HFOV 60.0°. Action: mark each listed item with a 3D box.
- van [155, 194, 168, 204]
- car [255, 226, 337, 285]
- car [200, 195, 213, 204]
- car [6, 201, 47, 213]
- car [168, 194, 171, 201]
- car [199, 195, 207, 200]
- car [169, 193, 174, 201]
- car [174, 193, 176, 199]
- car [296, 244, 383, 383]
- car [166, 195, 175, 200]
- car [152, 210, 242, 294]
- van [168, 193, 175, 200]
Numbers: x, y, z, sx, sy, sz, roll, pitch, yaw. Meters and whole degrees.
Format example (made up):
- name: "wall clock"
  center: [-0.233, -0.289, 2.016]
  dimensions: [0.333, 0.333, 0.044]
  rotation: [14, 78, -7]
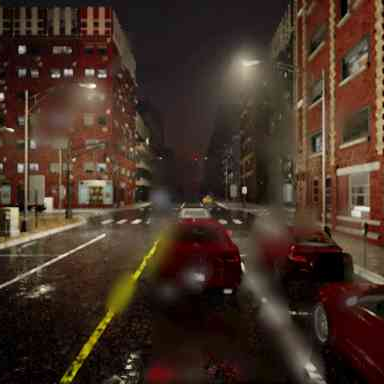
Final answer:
- name: "van"
  center: [-5.607, 1.234, 58.375]
  dimensions: [1.690, 1.788, 3.998]
  rotation: [1, 0, 0]
- name: "car"
  center: [2.848, 1.565, 9.073]
  dimensions: [1.802, 1.307, 4.206]
  rotation: [1, 0, 0]
- name: "car"
  center: [2.771, 1.418, 58.496]
  dimensions: [1.752, 1.417, 4.829]
  rotation: [1, 0, 0]
- name: "car"
  center: [-18.666, 1.650, 37.481]
  dimensions: [4.313, 1.339, 1.947]
  rotation: [0, 0, 0]
- name: "car"
  center: [-5.603, 1.465, 64.027]
  dimensions: [1.802, 1.307, 4.206]
  rotation: [1, 0, 0]
- name: "car"
  center: [2.804, 1.411, 86.587]
  dimensions: [1.947, 1.339, 4.313]
  rotation: [1, 0, 0]
- name: "car"
  center: [-5.590, 1.446, 75.332]
  dimensions: [1.802, 1.307, 4.206]
  rotation: [1, 0, 0]
- name: "car"
  center: [-5.583, 1.380, 80.814]
  dimensions: [1.752, 1.417, 4.829]
  rotation: [1, 0, 0]
- name: "car"
  center: [2.672, 1.575, 3.417]
  dimensions: [1.802, 1.307, 4.206]
  rotation: [1, 0, 0]
- name: "car"
  center: [-5.576, 1.396, 86.636]
  dimensions: [2.008, 1.369, 4.403]
  rotation: [1, 0, 0]
- name: "car"
  center: [0.109, 1.461, 8.754]
  dimensions: [1.882, 1.535, 5.008]
  rotation: [0, 0, 0]
- name: "van"
  center: [-5.566, 1.178, 92.288]
  dimensions: [1.690, 1.788, 3.998]
  rotation: [1, 0, 0]
